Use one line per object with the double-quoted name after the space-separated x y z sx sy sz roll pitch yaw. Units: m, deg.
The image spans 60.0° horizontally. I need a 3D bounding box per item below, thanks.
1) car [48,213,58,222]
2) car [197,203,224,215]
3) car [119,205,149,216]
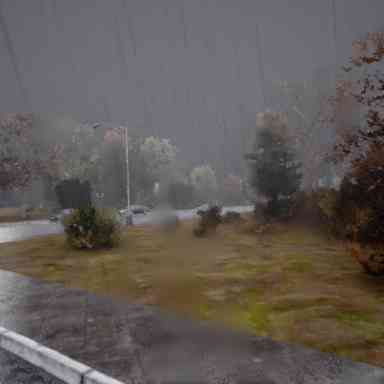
-13.543 2.517 36.472 1.994 1.385 4.181 -3 -2 32 "car"
2.315 2.120 41.528 1.994 1.385 4.181 -3 -2 32 "car"
-7.873 2.491 45.391 2.128 1.511 4.902 -3 -2 32 "car"
